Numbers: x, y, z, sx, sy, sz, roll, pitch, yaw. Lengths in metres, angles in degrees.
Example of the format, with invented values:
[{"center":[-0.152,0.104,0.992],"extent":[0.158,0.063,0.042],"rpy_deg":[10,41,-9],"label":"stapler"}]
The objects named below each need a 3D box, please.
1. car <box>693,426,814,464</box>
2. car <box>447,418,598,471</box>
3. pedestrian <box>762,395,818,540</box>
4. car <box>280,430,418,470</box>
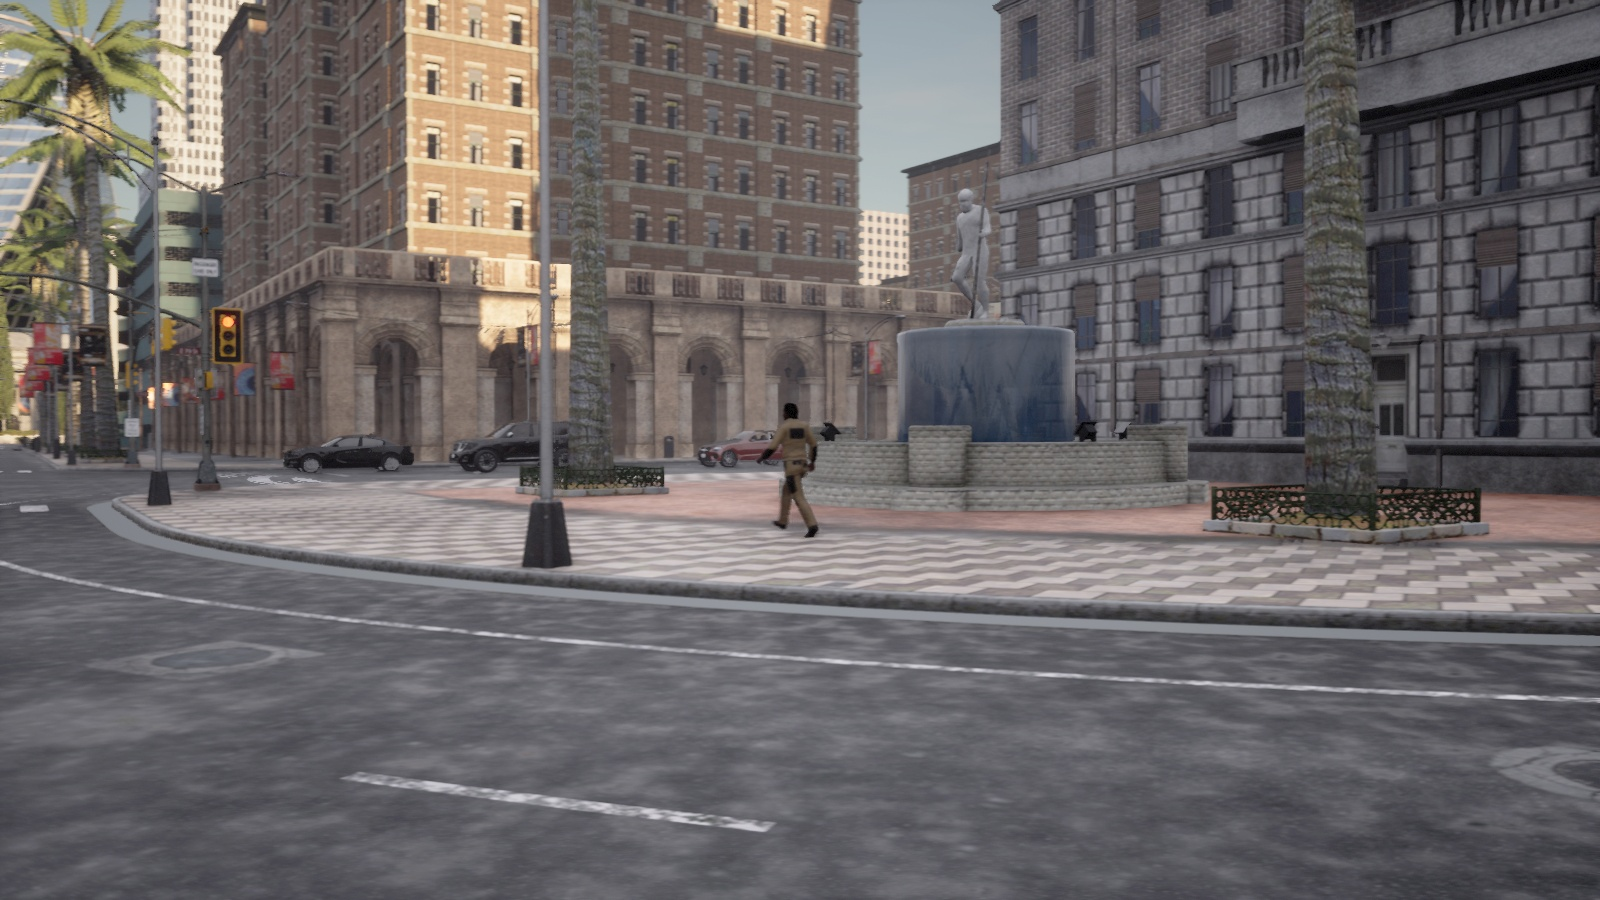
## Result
[{"center":[-2.091,-0.237,56.716],"extent":[5.027,1.651,2.152],"rpy_deg":[0,1,-32],"label":"car"},{"center":[-11.223,-0.251,50.947],"extent":[5.566,2.045,2.150],"rpy_deg":[-1,1,-32],"label":"car"},{"center":[-0.139,0.232,17.106],"extent":[0.396,1.930,0.692],"rpy_deg":[0,1,-40],"label":"pedestrian"},{"center":[-18.199,-0.015,50.772],"extent":[5.008,1.535,1.882],"rpy_deg":[0,1,-29],"label":"car"}]
